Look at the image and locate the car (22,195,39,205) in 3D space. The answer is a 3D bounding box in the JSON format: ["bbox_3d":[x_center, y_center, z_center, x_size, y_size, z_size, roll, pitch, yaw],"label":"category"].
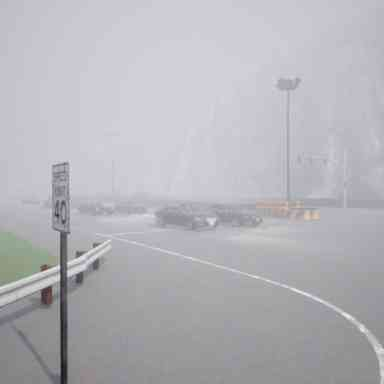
[{"bbox_3d":[-24.988,1.229,51.502,1.812,1.442,4.674,0,1,-37],"label":"car"}]

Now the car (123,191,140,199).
[{"bbox_3d":[-14.060,0.740,77.414,2.097,1.767,4.553,0,1,-38],"label":"car"}]

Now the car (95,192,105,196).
[{"bbox_3d":[-20.872,0.757,74.770,2.097,1.767,4.553,0,1,-38],"label":"car"}]

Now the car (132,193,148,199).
[{"bbox_3d":[-12.691,0.901,81.347,1.812,1.442,4.674,0,1,-38],"label":"car"}]

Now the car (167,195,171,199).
[{"bbox_3d":[-6.703,1.147,73.701,1.895,1.301,4.718,0,1,-38],"label":"car"}]

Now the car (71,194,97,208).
[{"bbox_3d":[-14.423,1.348,43.624,1.837,1.490,4.892,0,0,-38],"label":"car"}]

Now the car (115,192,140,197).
[{"bbox_3d":[-12.442,1.234,64.140,1.895,1.301,4.718,0,1,-38],"label":"car"}]

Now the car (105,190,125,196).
[{"bbox_3d":[-16.846,0.661,75.295,2.150,2.045,5.566,0,1,-38],"label":"car"}]

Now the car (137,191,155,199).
[{"bbox_3d":[-10.358,0.831,67.159,2.150,2.045,5.566,0,1,-38],"label":"car"}]

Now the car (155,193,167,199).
[{"bbox_3d":[-7.899,0.951,69.532,2.097,1.767,4.553,0,1,-38],"label":"car"}]

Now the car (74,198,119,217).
[{"bbox_3d":[-8.968,1.526,30.984,1.895,1.301,4.718,0,0,-38],"label":"car"}]

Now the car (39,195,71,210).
[{"bbox_3d":[-17.020,1.354,41.262,1.837,1.490,4.892,0,1,-38],"label":"car"}]

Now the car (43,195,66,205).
[{"bbox_3d":[-22.290,1.242,53.736,2.033,1.411,5.357,0,1,-38],"label":"car"}]

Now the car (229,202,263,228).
[{"bbox_3d":[2.496,1.466,22.147,1.837,1.490,4.892,0,0,-38],"label":"car"}]

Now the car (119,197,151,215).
[{"bbox_3d":[-6.157,1.481,33.075,1.994,1.385,4.181,0,1,-38],"label":"car"}]

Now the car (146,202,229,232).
[{"bbox_3d":[-0.416,1.460,20.186,2.128,1.511,4.902,0,0,-38],"label":"car"}]
